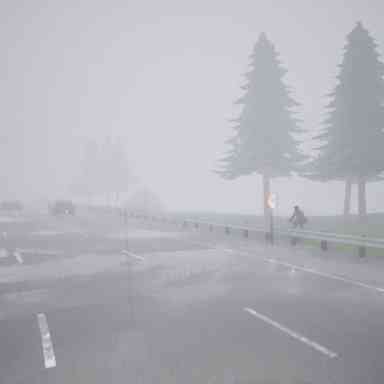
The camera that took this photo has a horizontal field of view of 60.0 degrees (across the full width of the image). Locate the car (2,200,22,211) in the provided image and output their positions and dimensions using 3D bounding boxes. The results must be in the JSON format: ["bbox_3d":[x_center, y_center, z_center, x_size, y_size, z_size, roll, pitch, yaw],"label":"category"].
[{"bbox_3d":[-21.446,1.586,39.441,1.895,1.301,4.718,0,0,-32],"label":"car"}]

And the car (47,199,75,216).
[{"bbox_3d":[-12.739,1.493,32.322,1.837,1.490,4.892,0,0,-32],"label":"car"}]

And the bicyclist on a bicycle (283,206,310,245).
[{"bbox_3d":[4.433,1.408,13.966,1.656,1.620,0.582,8,-4,-31],"label":"bicyclist on a bicycle"}]
